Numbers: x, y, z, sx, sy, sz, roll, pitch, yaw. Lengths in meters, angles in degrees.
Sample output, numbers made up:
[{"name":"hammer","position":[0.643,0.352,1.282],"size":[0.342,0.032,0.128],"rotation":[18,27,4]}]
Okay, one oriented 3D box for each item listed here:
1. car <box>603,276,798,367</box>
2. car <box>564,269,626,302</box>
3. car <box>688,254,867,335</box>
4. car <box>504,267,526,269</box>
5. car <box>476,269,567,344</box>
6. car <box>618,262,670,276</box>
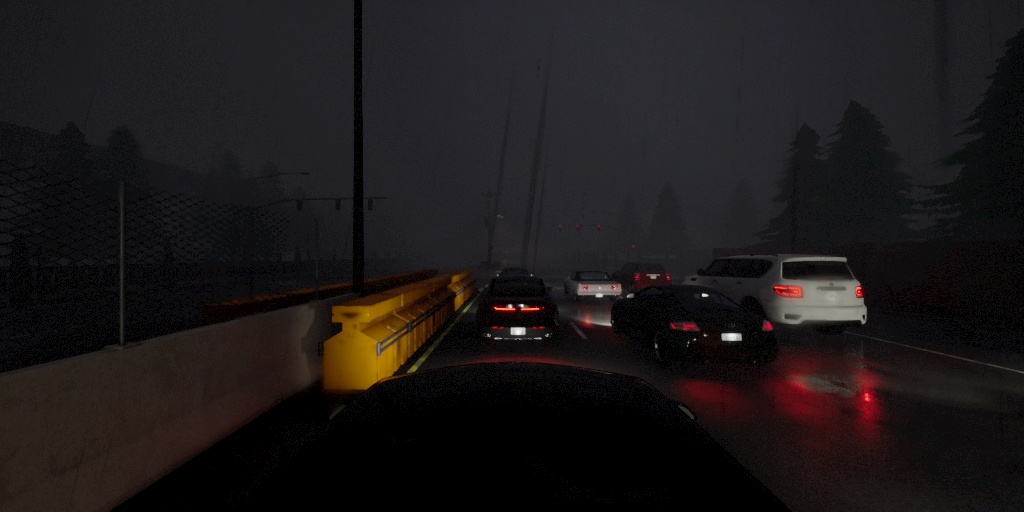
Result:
[{"name":"car","position":[3.625,1.314,7.958],"size":[1.994,1.385,4.181],"rotation":[0,0,-1]},{"name":"car","position":[3.642,1.351,17.139],"size":[1.895,1.301,4.718],"rotation":[0,0,0]},{"name":"car","position":[7.125,0.971,10.657],"size":[2.150,2.045,5.566],"rotation":[0,0,0]},{"name":"car","position":[0.145,1.297,19.105],"size":[2.033,1.411,5.357],"rotation":[0,0,0]},{"name":"car","position":[0.121,1.255,9.587],"size":[1.837,1.490,4.892],"rotation":[0,0,0]},{"name":"car","position":[7.150,1.102,20.243],"size":[2.097,1.767,4.553],"rotation":[0,0,0]}]
